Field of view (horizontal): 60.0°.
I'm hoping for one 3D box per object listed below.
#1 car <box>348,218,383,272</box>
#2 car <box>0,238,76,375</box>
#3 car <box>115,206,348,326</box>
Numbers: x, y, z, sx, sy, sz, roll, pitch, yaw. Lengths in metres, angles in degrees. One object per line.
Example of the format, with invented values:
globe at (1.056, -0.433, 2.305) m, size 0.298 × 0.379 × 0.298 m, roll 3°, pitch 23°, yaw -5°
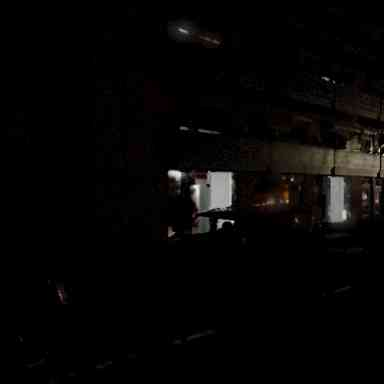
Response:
car at (5.513, 1.514, 10.492) m, size 4.206 × 1.307 × 1.802 m, roll 0°, pitch 0°, yaw -36°
car at (-3.664, 1.446, 3.944) m, size 4.097 × 1.590 × 1.967 m, roll 0°, pitch 0°, yaw -36°
car at (0.924, 1.284, 7.216) m, size 5.009 × 1.841 × 2.192 m, roll 0°, pitch 0°, yaw -36°
